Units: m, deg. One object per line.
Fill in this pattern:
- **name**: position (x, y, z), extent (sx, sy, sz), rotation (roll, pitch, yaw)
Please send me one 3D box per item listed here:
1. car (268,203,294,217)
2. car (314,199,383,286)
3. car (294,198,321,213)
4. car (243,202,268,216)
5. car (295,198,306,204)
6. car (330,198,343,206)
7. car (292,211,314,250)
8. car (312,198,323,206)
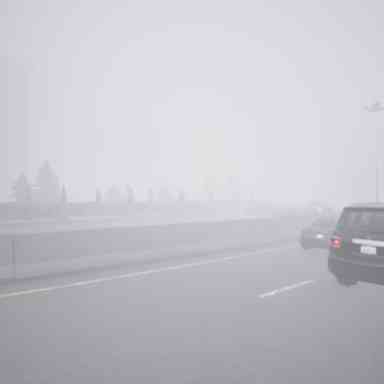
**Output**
- **car**: position (9.834, 1.854, 34.165), extent (1.895, 1.301, 4.718), rotation (0, -1, 35)
- **car**: position (5.600, 1.275, 8.521), extent (5.566, 2.045, 2.150), rotation (0, 0, -41)
- **car**: position (11.423, 1.570, 30.507), extent (2.097, 1.767, 4.553), rotation (-1, -1, 36)
- **car**: position (7.639, 1.831, 37.070), extent (2.033, 1.411, 5.357), rotation (0, -1, 35)
- **car**: position (24.460, 2.001, 74.894), extent (2.033, 1.411, 5.357), rotation (0, -1, 20)
- **car**: position (29.418, 2.061, 67.961), extent (2.033, 1.411, 5.357), rotation (0, -1, 20)
- **car**: position (6.280, 1.653, 13.944), extent (4.181, 1.385, 1.994), rotation (0, -1, -44)
- **car**: position (26.730, 2.066, 70.844), extent (2.128, 1.511, 4.902), rotation (0, -1, 20)
